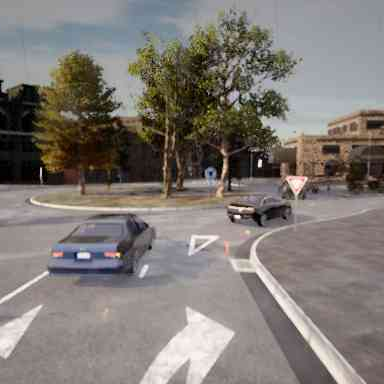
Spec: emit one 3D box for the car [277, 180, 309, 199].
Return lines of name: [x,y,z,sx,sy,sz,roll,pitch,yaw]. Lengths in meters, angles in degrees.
car: [9.488,-0.407,32.031,2.097,1.767,4.553,1,5,8]

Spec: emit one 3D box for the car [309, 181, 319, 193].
car: [12.267,-0.619,37.718,1.895,1.301,4.718,-1,5,-10]

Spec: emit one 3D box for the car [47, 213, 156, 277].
car: [-2.298,1.344,9.829,2.033,1.411,5.357,0,2,2]

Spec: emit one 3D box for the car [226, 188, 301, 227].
car: [3.770,0.854,18.059,2.128,1.511,4.902,4,6,40]
